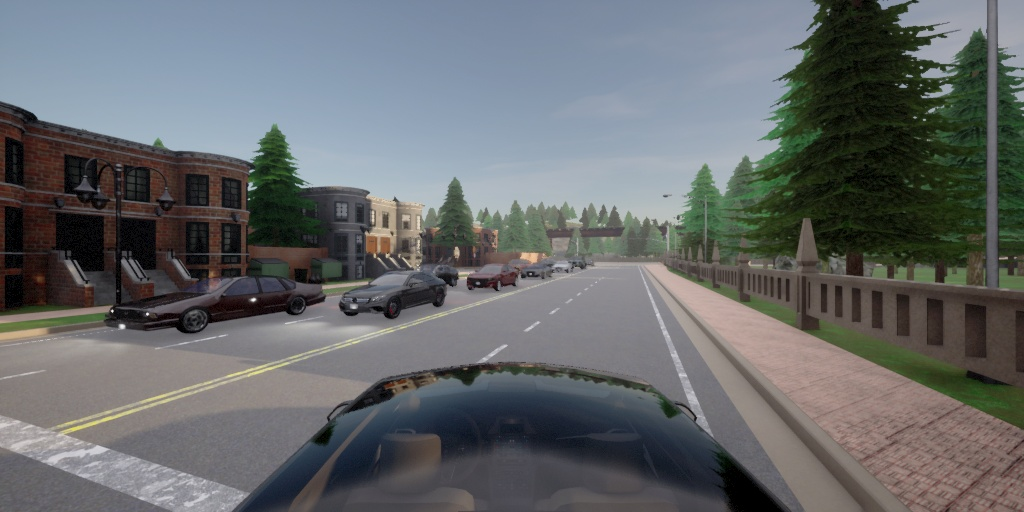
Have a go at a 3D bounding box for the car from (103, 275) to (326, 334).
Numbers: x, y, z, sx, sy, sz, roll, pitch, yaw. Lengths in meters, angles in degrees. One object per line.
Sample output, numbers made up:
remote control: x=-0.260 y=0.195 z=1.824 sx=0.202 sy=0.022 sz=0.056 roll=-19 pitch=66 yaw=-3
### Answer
car: x=-8.459 y=1.297 z=11.082 sx=2.033 sy=1.411 sz=5.357 roll=0 pitch=0 yaw=19

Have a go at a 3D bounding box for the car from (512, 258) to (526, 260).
car: x=0.574 y=1.103 z=37.570 sx=2.097 sy=1.767 sz=4.553 roll=0 pitch=0 yaw=19

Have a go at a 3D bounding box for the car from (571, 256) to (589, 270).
car: x=9.685 y=0.973 z=53.415 sx=2.150 sy=2.045 sz=5.566 roll=0 pitch=0 yaw=19

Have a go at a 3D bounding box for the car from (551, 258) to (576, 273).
car: x=6.017 y=1.275 z=42.676 sx=1.812 sy=1.442 sz=4.674 roll=0 pitch=0 yaw=19

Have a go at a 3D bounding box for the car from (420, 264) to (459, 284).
car: x=-4.906 y=1.241 z=21.529 sx=2.128 sy=1.511 sz=4.902 roll=0 pitch=0 yaw=18

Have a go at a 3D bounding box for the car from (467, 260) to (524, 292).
car: x=-1.052 y=1.228 z=21.952 sx=1.882 sy=1.535 sz=5.008 roll=0 pitch=0 yaw=19

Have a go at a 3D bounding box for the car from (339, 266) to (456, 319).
car: x=-4.063 y=1.276 z=13.123 sx=1.812 sy=1.442 sz=4.674 roll=0 pitch=0 yaw=19

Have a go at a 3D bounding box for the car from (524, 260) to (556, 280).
car: x=2.191 y=1.314 z=31.436 sx=1.994 sy=1.385 sz=4.181 roll=0 pitch=0 yaw=20

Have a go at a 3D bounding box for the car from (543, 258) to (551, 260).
car: x=5.094 y=1.100 z=52.540 sx=2.097 sy=1.767 sz=4.553 roll=0 pitch=0 yaw=26
